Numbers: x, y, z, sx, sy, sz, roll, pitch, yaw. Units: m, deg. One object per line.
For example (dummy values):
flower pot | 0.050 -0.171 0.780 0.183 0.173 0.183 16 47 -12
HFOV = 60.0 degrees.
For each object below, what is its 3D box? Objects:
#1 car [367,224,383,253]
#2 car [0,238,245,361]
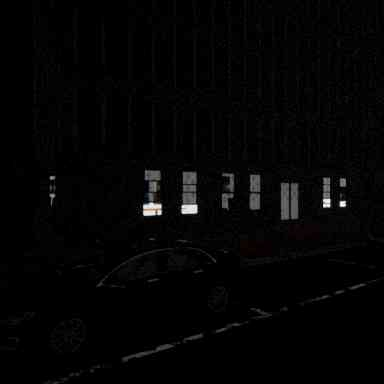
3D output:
car | 8.246 1.581 12.451 4.206 1.307 1.802 0 0 -36
car | -1.019 1.551 5.835 4.403 1.369 2.008 0 0 -36
